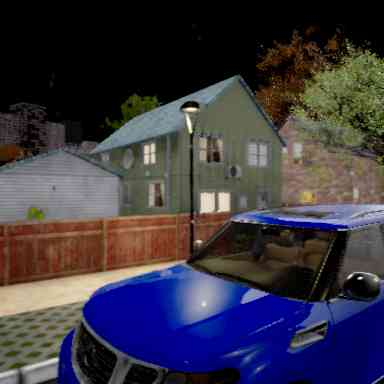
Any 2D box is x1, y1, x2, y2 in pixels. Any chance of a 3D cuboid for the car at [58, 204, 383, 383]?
[{"bbox_3d":[1.401,1.212,4.051,5.566,2.045,2.150,0,0,-35],"label":"car"}]
